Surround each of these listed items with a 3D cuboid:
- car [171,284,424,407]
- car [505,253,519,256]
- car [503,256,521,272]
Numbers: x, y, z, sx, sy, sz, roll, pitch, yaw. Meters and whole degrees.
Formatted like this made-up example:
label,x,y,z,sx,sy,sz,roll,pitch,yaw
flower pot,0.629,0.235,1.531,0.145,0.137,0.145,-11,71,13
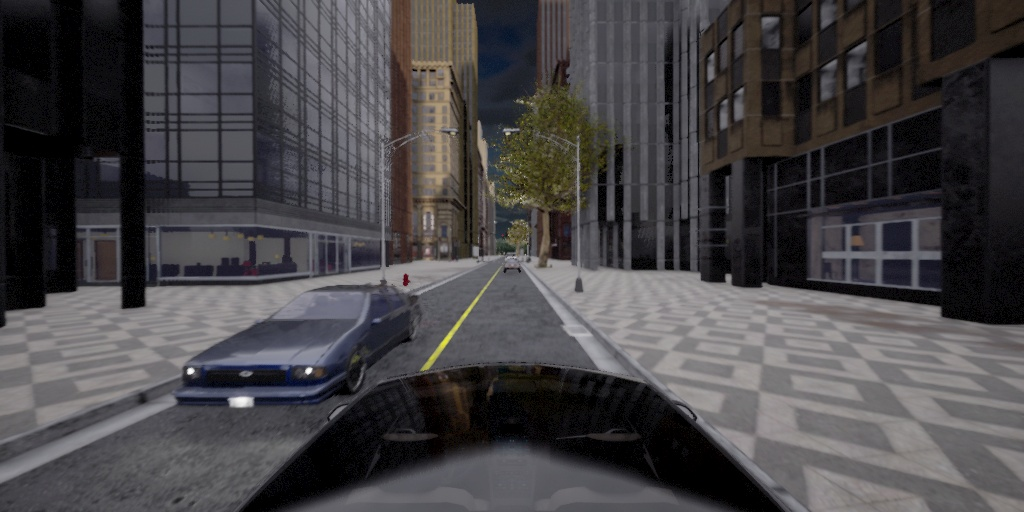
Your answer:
label,x,y,z,sx,sy,sz,roll,pitch,yaw
car,-3.105,1.262,6.763,2.033,1.411,5.357,0,1,0
car,-0.053,0.467,62.381,2.150,2.045,5.566,0,1,0
car,0.038,0.977,39.116,2.033,1.411,5.357,0,0,0
